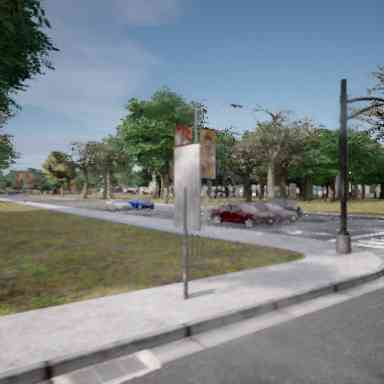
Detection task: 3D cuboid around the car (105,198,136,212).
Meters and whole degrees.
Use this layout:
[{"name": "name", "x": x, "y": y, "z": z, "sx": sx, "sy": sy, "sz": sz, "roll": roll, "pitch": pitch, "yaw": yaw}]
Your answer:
[{"name": "car", "x": -8.688, "y": 1.515, "z": 39.077, "sx": 1.812, "sy": 1.442, "sz": 4.674, "roll": 0, "pitch": 0, "yaw": -35}]

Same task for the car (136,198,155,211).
[{"name": "car", "x": -6.409, "y": 1.467, "z": 41.490, "sx": 1.882, "sy": 1.535, "sz": 5.008, "roll": 0, "pitch": 0, "yaw": -35}]

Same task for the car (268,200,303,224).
[{"name": "car", "x": 5.630, "y": 1.529, "z": 24.604, "sx": 1.812, "sy": 1.442, "sz": 4.674, "roll": 0, "pitch": 0, "yaw": -36}]

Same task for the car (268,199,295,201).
[{"name": "car", "x": 7.083, "y": 1.352, "z": 28.457, "sx": 2.097, "sy": 1.767, "sz": 4.553, "roll": 0, "pitch": 0, "yaw": -35}]

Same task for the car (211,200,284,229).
[{"name": "car", "x": 3.333, "y": 1.482, "z": 22.230, "sx": 1.882, "sy": 1.535, "sz": 5.008, "roll": 0, "pitch": 0, "yaw": -36}]
